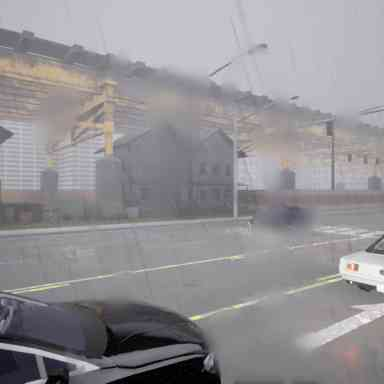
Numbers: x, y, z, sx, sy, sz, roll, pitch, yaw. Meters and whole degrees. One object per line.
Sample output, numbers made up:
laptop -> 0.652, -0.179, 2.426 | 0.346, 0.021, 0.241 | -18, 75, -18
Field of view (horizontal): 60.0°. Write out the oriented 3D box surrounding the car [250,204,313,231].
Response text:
car -> 5.753, 1.526, 20.970 | 4.674, 1.442, 1.812 | 0, 0, -35

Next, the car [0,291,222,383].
car -> -1.951, 1.492, 2.354 | 4.902, 1.511, 2.128 | 0, 0, -35

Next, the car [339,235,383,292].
car -> 5.565, 1.601, 7.740 | 4.718, 1.301, 1.895 | 0, 0, -35
